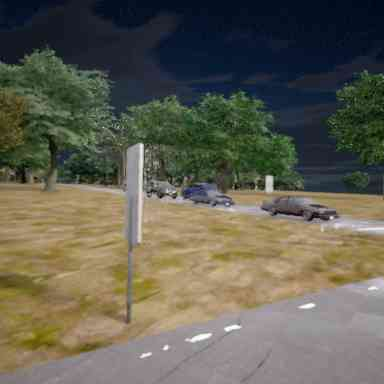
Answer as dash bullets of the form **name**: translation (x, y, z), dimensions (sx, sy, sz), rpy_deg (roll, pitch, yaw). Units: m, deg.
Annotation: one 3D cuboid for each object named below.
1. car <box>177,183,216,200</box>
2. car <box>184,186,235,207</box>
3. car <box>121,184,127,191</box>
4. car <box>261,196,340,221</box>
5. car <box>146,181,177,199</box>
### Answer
- **car**: translation (0.812, -0.025, 38.282), dimensions (2.150, 2.045, 5.566), rpy_deg (2, 2, -30)
- **car**: translation (1.687, 0.542, 30.424), dimensions (2.033, 1.411, 5.357), rpy_deg (2, 2, -30)
- **car**: translation (-10.868, -0.710, 58.257), dimensions (1.994, 1.385, 4.181), rpy_deg (2, 2, -30)
- **car**: translation (6.815, 0.989, 21.611), dimensions (2.033, 1.411, 5.357), rpy_deg (2, 2, -30)
- **car**: translation (-3.702, -0.258, 39.693), dimensions (2.150, 2.045, 5.566), rpy_deg (2, 1, -30)
